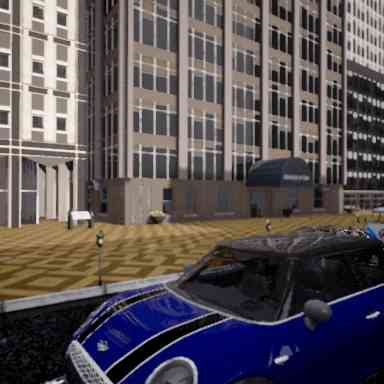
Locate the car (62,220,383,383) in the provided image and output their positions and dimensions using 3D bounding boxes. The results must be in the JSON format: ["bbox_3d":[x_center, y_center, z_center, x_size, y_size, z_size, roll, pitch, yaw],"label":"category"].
[{"bbox_3d":[0.902,1.371,4.028,4.553,1.767,2.097,0,0,-36],"label":"car"}]

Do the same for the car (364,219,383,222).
[{"bbox_3d":[3.538,1.603,9.103,4.403,1.369,2.008,0,0,-36],"label":"car"}]

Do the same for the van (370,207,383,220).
[{"bbox_3d":[8.029,1.429,12.318,3.998,1.788,1.690,0,0,-36],"label":"van"}]
